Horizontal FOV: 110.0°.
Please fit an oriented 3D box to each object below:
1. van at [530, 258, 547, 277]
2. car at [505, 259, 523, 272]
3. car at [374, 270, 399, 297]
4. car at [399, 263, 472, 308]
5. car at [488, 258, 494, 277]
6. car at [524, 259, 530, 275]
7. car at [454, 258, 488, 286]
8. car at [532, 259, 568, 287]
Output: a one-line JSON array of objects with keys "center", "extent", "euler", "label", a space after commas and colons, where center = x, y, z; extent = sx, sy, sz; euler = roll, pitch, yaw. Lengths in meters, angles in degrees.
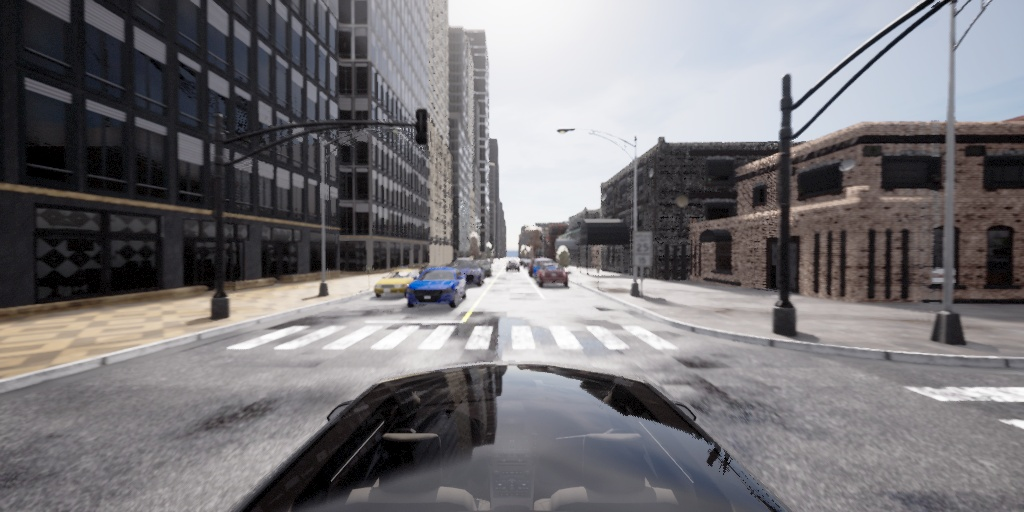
[{"center": [2.699, 1.122, 30.502], "extent": [1.690, 1.789, 3.998], "euler": [0, 0, 0], "label": "van"}, {"center": [0.119, 1.401, 47.344], "extent": [1.895, 1.301, 4.718], "euler": [0, 0, 0], "label": "car"}, {"center": [-5.823, 1.295, 19.101], "extent": [1.751, 1.417, 4.829], "euler": [0, 0, 0], "label": "car"}, {"center": [-3.097, 1.243, 15.608], "extent": [1.882, 1.535, 5.008], "euler": [0, 0, 0], "label": "car"}, {"center": [-3.070, 1.139, 35.573], "extent": [2.097, 1.767, 4.553], "euler": [0, 0, 0], "label": "car"}, {"center": [2.700, 1.102, 36.146], "extent": [2.192, 1.841, 5.009], "euler": [0, 0, 0], "label": "car"}, {"center": [-3.090, 1.128, 25.522], "extent": [2.097, 1.767, 4.553], "euler": [0, 0, 0], "label": "car"}, {"center": [2.697, 1.215, 24.858], "extent": [1.967, 1.591, 4.097], "euler": [0, 0, 0], "label": "car"}]
